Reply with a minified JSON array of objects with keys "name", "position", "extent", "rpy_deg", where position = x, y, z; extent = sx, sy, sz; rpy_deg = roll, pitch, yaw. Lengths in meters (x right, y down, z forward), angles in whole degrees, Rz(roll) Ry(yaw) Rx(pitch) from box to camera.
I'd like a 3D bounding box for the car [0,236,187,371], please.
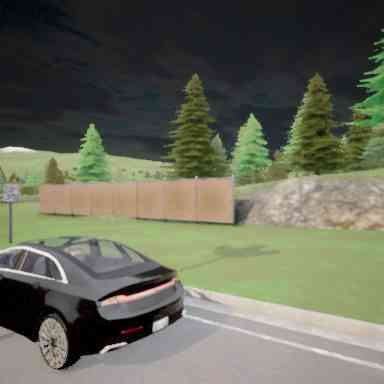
[{"name":"car","position":[-2.380,1.534,5.773],"extent":[4.902,1.511,2.128],"rpy_deg":[-1,0,36]}]
